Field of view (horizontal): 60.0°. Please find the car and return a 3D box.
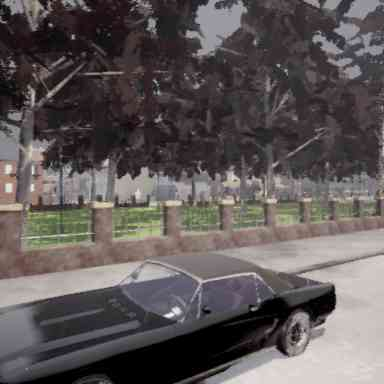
[{"bbox_3d":[-0.179,1.598,4.474,4.718,1.301,1.895,0,0,-35],"label":"car"}]
